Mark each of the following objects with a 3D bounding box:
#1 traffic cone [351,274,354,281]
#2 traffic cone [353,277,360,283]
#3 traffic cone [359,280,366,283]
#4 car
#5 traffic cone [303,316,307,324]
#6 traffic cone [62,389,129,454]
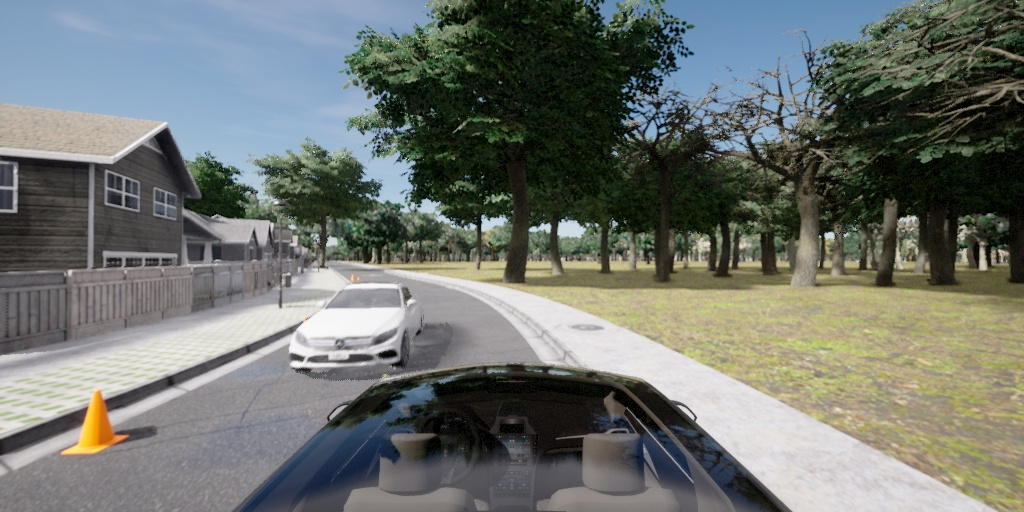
[{"bbox_3d":[-13.707,1.827,30.881,0.340,0.580,0.340,0,0,-28],"label":"traffic cone"},{"bbox_3d":[-11.325,1.810,26.484,0.340,0.580,0.340,0,0,-28],"label":"traffic cone"},{"bbox_3d":[-9.088,1.793,22.175,0.340,0.580,0.340,0,0,-25],"label":"traffic cone"},{"bbox_3d":[-3.049,1.307,7.924,1.812,1.442,4.674,0,0,-8],"label":"car"},{"bbox_3d":[-4.922,1.739,8.546,0.340,0.580,0.340,0,0,-9],"label":"traffic cone"},{"bbox_3d":[-4.411,1.718,3.811,0.340,0.580,0.340,0,0,-3],"label":"traffic cone"}]
